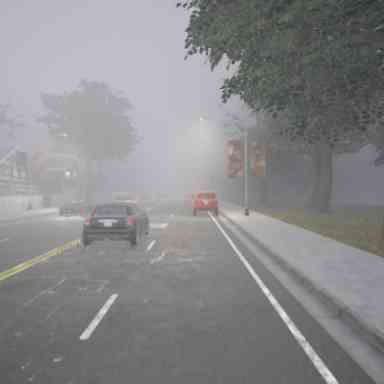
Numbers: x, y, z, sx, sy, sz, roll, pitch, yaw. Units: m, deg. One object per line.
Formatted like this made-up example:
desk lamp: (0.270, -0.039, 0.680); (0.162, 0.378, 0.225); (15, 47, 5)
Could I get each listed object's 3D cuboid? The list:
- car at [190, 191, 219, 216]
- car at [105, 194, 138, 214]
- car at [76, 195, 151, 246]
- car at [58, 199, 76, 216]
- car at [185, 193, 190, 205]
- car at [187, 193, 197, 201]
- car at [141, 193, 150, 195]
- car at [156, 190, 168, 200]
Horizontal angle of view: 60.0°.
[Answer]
car: (1.140, 0.952, 29.282); (2.150, 2.045, 5.566); (0, 0, 0)
car: (-6.589, 1.061, 31.597); (2.097, 1.767, 4.553); (0, 0, 0)
car: (-3.147, 1.207, 14.572); (2.097, 1.767, 4.553); (0, 1, 0)
car: (-9.843, 1.296, 28.597); (1.994, 1.385, 4.181); (0, 0, 0)
car: (0.011, 0.928, 49.067); (2.097, 1.767, 4.553); (0, 0, 0)
car: (0.007, 0.979, 63.919); (1.837, 1.490, 4.892); (0, 0, 0)
car: (-9.743, 0.964, 69.866); (1.994, 1.385, 4.181); (0, 0, 0)
car: (-6.493, 0.638, 72.894); (2.150, 2.045, 5.566); (0, 0, 0)
